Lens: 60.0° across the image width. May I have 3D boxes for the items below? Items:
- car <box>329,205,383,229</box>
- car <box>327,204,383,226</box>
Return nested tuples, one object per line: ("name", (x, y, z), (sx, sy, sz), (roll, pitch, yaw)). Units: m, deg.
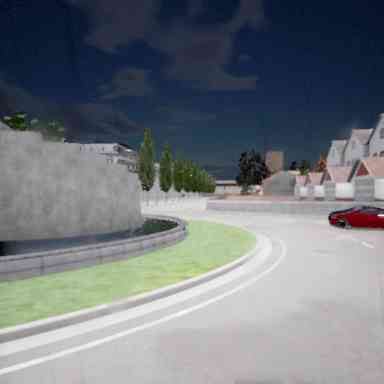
("car", (10.916, 1.628, 20.823), (4.181, 1.385, 1.994), (-1, 0, 29))
("car", (12.170, 1.641, 24.114), (4.181, 1.385, 1.994), (-1, 0, 31))
